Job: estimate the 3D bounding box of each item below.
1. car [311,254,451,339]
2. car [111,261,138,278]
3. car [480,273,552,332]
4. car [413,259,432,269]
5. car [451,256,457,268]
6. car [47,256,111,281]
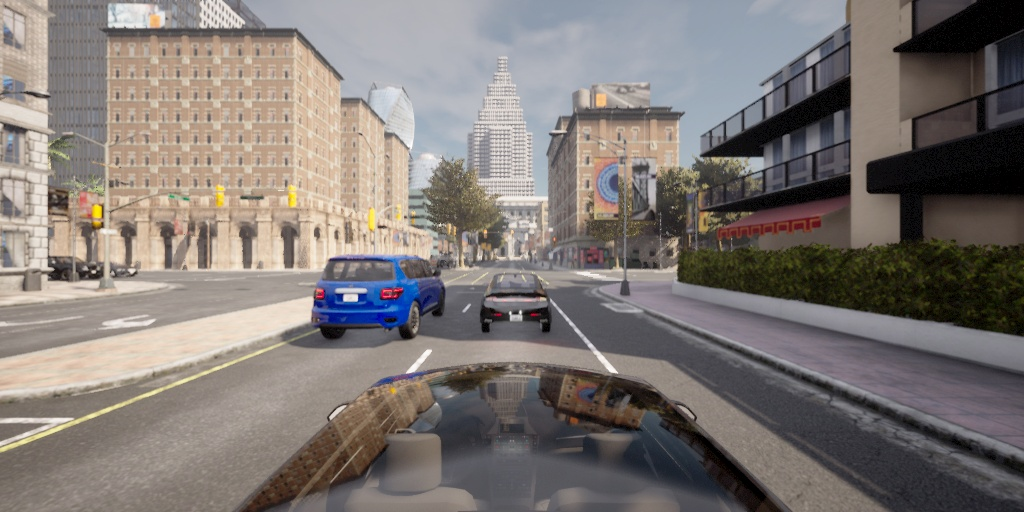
[{"bbox_3d":[-3.399,0.977,10.248,2.150,2.045,5.566,0,0,0],"label":"car"},{"bbox_3d":[-38.274,1.260,33.819,4.902,1.511,2.128,0,0,0],"label":"car"},{"bbox_3d":[0.104,1.247,10.861,2.128,1.511,4.902,0,0,0],"label":"car"},{"bbox_3d":[-15.010,1.289,60.452,1.837,1.490,4.892,0,0,0],"label":"car"},{"bbox_3d":[-11.508,1.007,61.879,2.150,2.045,5.566,0,0,0],"label":"car"},{"bbox_3d":[-38.123,0.988,30.300,5.566,2.045,2.150,0,0,0],"label":"car"}]
